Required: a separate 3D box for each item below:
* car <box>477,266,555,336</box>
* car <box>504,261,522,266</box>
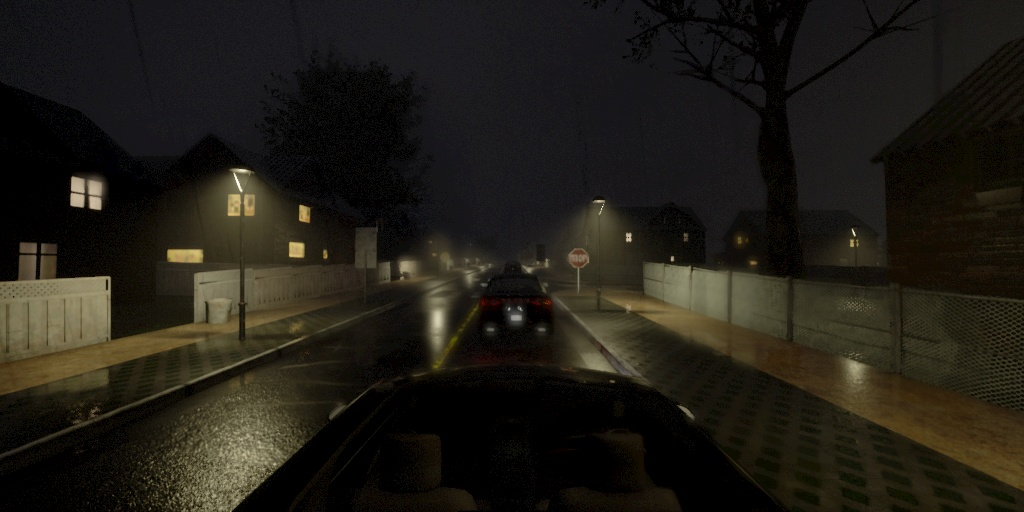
[{"bbox_3d":[0.096,1.232,10.486,1.882,1.535,5.008,0,0,0],"label":"car"},{"bbox_3d":[0.089,1.268,41.307,1.882,1.535,5.008,0,0,0],"label":"car"}]
